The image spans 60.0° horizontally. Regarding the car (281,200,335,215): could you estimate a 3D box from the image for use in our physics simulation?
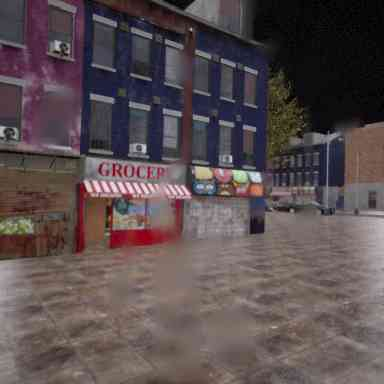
[{"bbox_3d":[11.910,1.566,33.618,1.882,1.535,5.008,2,-2,-35],"label":"car"}]

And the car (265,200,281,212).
[{"bbox_3d":[9.592,1.773,42.050,1.837,1.490,4.892,2,-2,-35],"label":"car"}]
